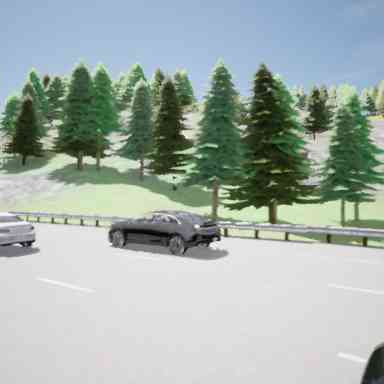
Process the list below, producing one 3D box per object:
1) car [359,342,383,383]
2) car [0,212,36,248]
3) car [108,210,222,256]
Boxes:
[{"bbox_3d":[3.069,1.556,1.695,4.181,1.385,1.994,0,0,36],"label":"car"},{"bbox_3d":[-8.187,1.520,13.355,4.674,1.442,1.812,0,0,31],"label":"car"},{"bbox_3d":[-1.207,1.475,13.093,4.902,1.511,2.128,0,0,33],"label":"car"}]
